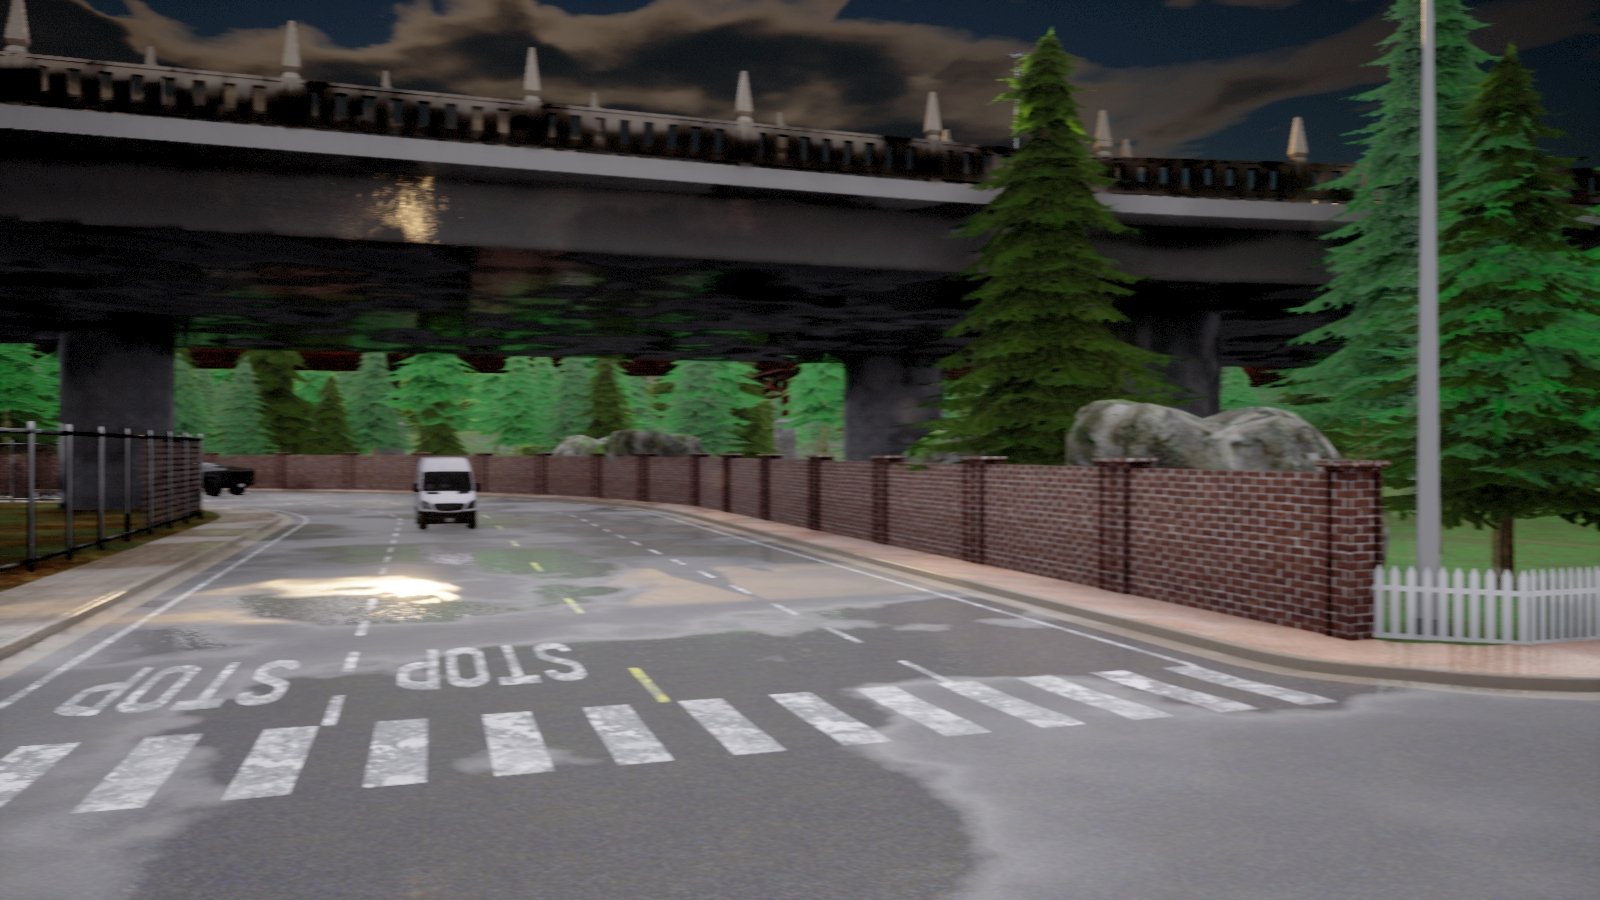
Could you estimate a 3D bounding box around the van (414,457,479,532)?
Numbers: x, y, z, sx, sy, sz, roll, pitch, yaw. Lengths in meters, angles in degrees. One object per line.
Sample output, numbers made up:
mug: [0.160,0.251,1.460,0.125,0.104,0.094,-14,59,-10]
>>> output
van: [-13.244,1.543,42.559,1.988,2.561,5.915,0,0,-20]
